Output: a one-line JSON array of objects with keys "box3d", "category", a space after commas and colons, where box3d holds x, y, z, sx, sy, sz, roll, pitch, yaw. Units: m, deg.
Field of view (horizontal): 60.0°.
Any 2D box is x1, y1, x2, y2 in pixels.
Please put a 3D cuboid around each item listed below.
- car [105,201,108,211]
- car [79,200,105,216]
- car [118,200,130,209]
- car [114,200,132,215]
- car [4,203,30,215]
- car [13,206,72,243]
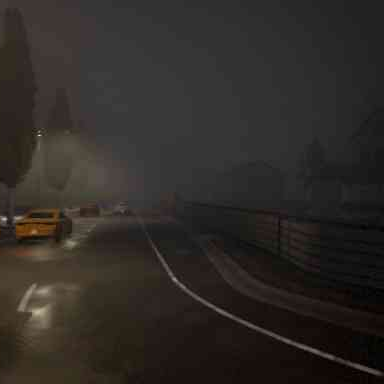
[{"box3d": [-14.046, 2.015, 51.131, 1.882, 1.535, 5.008, 1, -1, -11], "category": "car"}, {"box3d": [-11.329, 1.874, 37.071, 2.128, 1.511, 4.902, 1, -1, -11], "category": "car"}, {"box3d": [-11.513, 2.150, 56.418, 1.812, 1.442, 4.674, 1, -1, -11], "category": "car"}, {"box3d": [-8.320, 1.968, 39.950, 1.812, 1.442, 4.674, 1, -1, -11], "category": "car"}, {"box3d": [-19.771, 1.927, 38.035, 1.895, 1.301, 4.718, 1, -1, -11], "category": "car"}, {"box3d": [-7.468, 1.639, 17.175, 1.882, 1.535, 5.008, 1, -1, -11], "category": "car"}]
